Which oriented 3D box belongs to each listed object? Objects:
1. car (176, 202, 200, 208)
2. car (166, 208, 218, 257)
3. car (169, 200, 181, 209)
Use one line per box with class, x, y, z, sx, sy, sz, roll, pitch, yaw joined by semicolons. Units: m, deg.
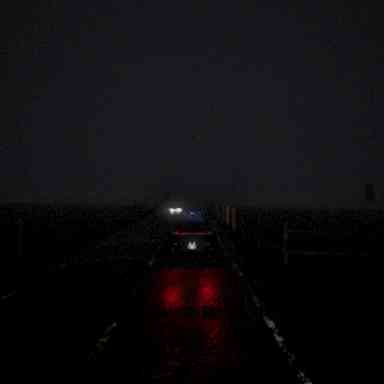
car;0.017;1.830;27.554;2.033;1.411;5.357;0;-1;0
car;0.024;1.632;13.521;2.128;1.511;4.902;0;0;1
car;-2.804;2.093;57.746;2.128;1.511;4.902;0;-1;0
